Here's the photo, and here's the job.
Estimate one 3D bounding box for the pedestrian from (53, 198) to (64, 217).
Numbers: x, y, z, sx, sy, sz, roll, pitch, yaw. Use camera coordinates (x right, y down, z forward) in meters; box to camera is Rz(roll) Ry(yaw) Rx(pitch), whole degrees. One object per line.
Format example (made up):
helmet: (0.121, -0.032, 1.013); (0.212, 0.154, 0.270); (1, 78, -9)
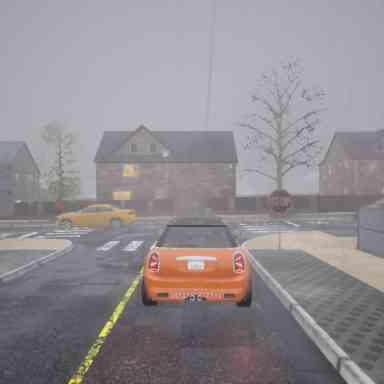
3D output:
pedestrian: (-9.699, 1.257, 24.218); (0.375, 1.860, 0.375); (0, 2, 0)

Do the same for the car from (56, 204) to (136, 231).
car: (-6.114, 1.552, 21.326); (5.008, 1.535, 1.882); (-1, 1, 0)

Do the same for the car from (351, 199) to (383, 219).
car: (12.866, 1.131, 21.391); (4.892, 1.490, 1.837); (-1, 1, 0)

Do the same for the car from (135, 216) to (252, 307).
car: (0.155, 1.351, 8.158); (2.097, 1.767, 4.553); (0, 0, 2)
